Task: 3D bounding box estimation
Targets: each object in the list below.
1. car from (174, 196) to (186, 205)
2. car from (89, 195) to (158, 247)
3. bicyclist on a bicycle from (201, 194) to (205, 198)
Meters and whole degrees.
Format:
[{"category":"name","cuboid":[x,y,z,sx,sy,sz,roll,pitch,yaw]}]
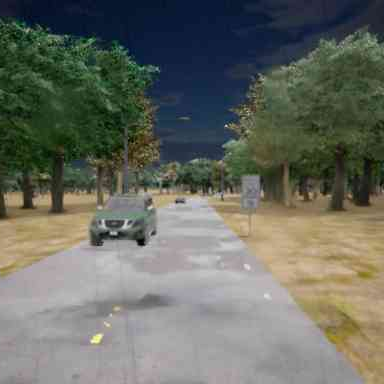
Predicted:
[{"category":"car","cuboid":[-1.999,1.420,58.119,2.033,1.411,5.357,0,0,2]},{"category":"car","cuboid":[-2.857,1.162,15.096,2.150,2.045,5.566,0,0,1]},{"category":"bicyclist on a bicycle","cuboid":[2.770,1.178,92.170,0.659,1.776,1.843,0,0,4]}]
